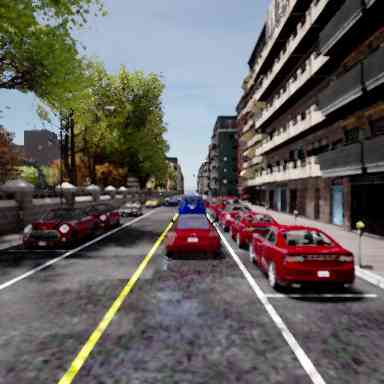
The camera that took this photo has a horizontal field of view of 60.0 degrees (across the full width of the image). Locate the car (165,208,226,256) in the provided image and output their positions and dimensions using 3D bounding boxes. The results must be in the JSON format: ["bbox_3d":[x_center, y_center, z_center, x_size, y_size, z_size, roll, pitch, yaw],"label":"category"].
[{"bbox_3d":[0.049,1.564,13.104,1.994,1.385,4.181,0,0,0],"label":"car"}]

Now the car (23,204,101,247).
[{"bbox_3d":[-5.691,1.440,14.658,1.967,1.590,4.097,0,0,0],"label":"car"}]

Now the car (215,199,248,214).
[{"bbox_3d":[2.690,1.441,20.287,1.967,1.590,4.097,0,0,0],"label":"car"}]

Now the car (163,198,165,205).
[{"bbox_3d":[-5.689,1.566,54.069,2.008,1.369,4.403,0,0,0],"label":"car"}]

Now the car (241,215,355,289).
[{"bbox_3d":[2.690,1.544,9.027,1.887,1.381,4.507,0,0,0],"label":"car"}]

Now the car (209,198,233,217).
[{"bbox_3d":[2.690,1.443,31.548,1.967,1.590,4.097,0,0,0],"label":"car"}]

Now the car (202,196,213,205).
[{"bbox_3d":[2.690,1.546,59.871,1.752,1.417,4.829,0,0,0],"label":"car"}]

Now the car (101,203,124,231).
[{"bbox_3d":[-5.691,1.441,20.286,1.967,1.590,4.097,0,0,0],"label":"car"}]

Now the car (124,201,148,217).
[{"bbox_3d":[-5.690,1.554,31.548,2.008,1.369,4.403,0,0,0],"label":"car"}]

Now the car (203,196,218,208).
[{"bbox_3d":[2.690,1.451,48.439,1.967,1.590,4.097,0,0,0],"label":"car"}]

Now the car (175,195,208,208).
[{"bbox_3d":[0.036,1.225,26.959,2.150,2.045,5.566,0,0,1],"label":"car"}]

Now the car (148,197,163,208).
[{"bbox_3d":[-5.690,1.536,48.269,1.752,1.417,4.829,0,0,0],"label":"car"}]

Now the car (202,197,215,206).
[{"bbox_3d":[2.691,1.581,54.069,1.947,1.339,4.313,0,0,0],"label":"car"}]

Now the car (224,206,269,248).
[{"bbox_3d":[2.689,1.544,14.658,1.887,1.381,4.507,0,0,0],"label":"car"}]

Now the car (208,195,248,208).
[{"bbox_3d":[2.689,1.317,25.917,2.192,1.841,5.009,0,0,0],"label":"car"}]

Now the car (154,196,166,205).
[{"bbox_3d":[-5.690,1.546,59.530,1.752,1.417,4.829,0,0,0],"label":"car"}]

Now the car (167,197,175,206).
[{"bbox_3d":[-3.067,1.564,55.260,2.033,1.411,5.357,0,0,0],"label":"car"}]
